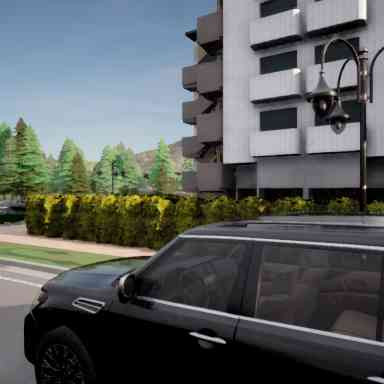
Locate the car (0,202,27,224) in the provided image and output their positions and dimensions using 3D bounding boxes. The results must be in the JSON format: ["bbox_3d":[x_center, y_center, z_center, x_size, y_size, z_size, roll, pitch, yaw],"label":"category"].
[{"bbox_3d":[-12.656,1.601,22.245,1.895,1.301,4.718,0,0,33],"label":"car"}]

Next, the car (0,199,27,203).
[{"bbox_3d":[-18.133,1.491,33.490,2.128,1.511,4.902,0,0,33],"label":"car"}]

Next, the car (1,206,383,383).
[{"bbox_3d":[0.773,1.221,3.121,5.566,2.045,2.150,0,0,34],"label":"car"}]
